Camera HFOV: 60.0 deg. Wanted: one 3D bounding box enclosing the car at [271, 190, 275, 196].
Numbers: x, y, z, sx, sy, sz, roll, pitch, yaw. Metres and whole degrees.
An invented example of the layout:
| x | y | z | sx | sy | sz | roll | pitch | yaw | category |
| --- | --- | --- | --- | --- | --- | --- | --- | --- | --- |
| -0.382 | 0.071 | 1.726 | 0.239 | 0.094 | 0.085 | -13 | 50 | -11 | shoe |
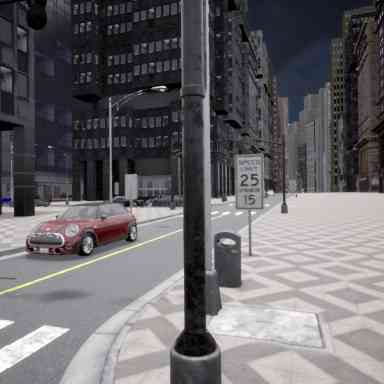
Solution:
| x | y | z | sx | sy | sz | roll | pitch | yaw | category |
| --- | --- | --- | --- | --- | --- | --- | --- | --- | --- |
| 17.986 | 0.303 | 76.644 | 1.812 | 1.442 | 4.674 | -1 | 1 | 19 | car |

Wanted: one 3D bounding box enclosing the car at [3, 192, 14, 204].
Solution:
| x | y | z | sx | sy | sz | roll | pitch | yaw | category |
| --- | --- | --- | --- | --- | --- | --- | --- | --- | --- |
| -24.364 | 0.961 | 45.735 | 5.566 | 2.045 | 2.150 | -1 | 0 | 19 | car |

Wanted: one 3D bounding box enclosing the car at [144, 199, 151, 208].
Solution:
| x | y | z | sx | sy | sz | roll | pitch | yaw | category |
| --- | --- | --- | --- | --- | --- | --- | --- | --- | --- |
| -7.281 | 1.155 | 36.496 | 4.718 | 1.301 | 1.895 | -1 | 0 | 19 | car |

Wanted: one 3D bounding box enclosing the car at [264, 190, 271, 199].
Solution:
| x | y | z | sx | sy | sz | roll | pitch | yaw | category |
| --- | --- | --- | --- | --- | --- | --- | --- | --- | --- |
| 13.047 | 0.482 | 62.285 | 2.128 | 1.511 | 4.902 | -1 | 1 | 19 | car |

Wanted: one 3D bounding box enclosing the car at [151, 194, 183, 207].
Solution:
| x | y | z | sx | sy | sz | roll | pitch | yaw | category |
| --- | --- | --- | --- | --- | --- | --- | --- | --- | --- |
| -3.165 | 1.042 | 38.334 | 4.892 | 1.490 | 1.837 | -1 | 2 | 14 | car |

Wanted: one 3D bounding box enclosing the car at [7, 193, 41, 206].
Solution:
| x | y | z | sx | sy | sz | roll | pitch | yaw | category |
| --- | --- | --- | --- | --- | --- | --- | --- | --- | --- |
| -19.688 | 1.177 | 40.751 | 4.892 | 1.490 | 1.837 | 0 | 0 | 19 | car |

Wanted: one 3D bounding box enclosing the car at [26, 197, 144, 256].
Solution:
| x | y | z | sx | sy | sz | roll | pitch | yaw | category |
| --- | --- | --- | --- | --- | --- | --- | --- | --- | --- |
| -3.918 | 1.209 | 12.530 | 2.097 | 1.767 | 4.553 | -1 | 1 | 19 | car |
